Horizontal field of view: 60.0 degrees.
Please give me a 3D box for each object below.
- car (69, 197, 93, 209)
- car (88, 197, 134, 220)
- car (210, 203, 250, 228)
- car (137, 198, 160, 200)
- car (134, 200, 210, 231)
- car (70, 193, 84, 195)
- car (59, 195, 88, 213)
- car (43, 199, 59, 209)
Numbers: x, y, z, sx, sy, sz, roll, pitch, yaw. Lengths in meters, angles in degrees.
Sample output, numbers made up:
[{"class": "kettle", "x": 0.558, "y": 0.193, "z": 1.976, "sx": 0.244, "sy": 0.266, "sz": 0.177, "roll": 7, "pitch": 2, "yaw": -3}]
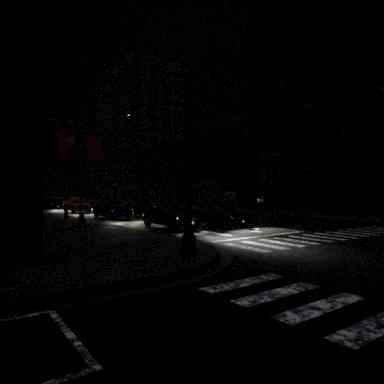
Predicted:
[{"class": "car", "x": -15.220, "y": 1.456, "z": 45.564, "sx": 1.812, "sy": 1.442, "sz": 4.674, "roll": 0, "pitch": 0, "yaw": -35}, {"class": "car", "x": -6.816, "y": 1.441, "z": 28.248, "sx": 1.882, "sy": 1.535, "sz": 5.008, "roll": 0, "pitch": 0, "yaw": -36}, {"class": "car", "x": 1.696, "y": 1.500, "z": 22.013, "sx": 1.812, "sy": 1.442, "sz": 4.674, "roll": 0, "pitch": 0, "yaw": -37}, {"class": "car", "x": -3.543, "y": 1.313, "z": 29.262, "sx": 2.097, "sy": 1.767, "sz": 4.553, "roll": 0, "pitch": 0, "yaw": -36}, {"class": "car", "x": -1.401, "y": 1.469, "z": 20.723, "sx": 2.128, "sy": 1.511, "sz": 4.902, "roll": 0, "pitch": 0, "yaw": -36}, {"class": "car", "x": -20.529, "y": 1.126, "z": 58.760, "sx": 2.150, "sy": 2.045, "sz": 5.566, "roll": 0, "pitch": 0, "yaw": -36}, {"class": "car", "x": -12.585, "y": 1.426, "z": 36.272, "sx": 1.882, "sy": 1.535, "sz": 5.008, "roll": 0, "pitch": 0, "yaw": -35}, {"class": "car", "x": -18.342, "y": 1.534, "z": 44.347, "sx": 1.895, "sy": 1.301, "sz": 4.718, "roll": 0, "pitch": 0, "yaw": -35}]
